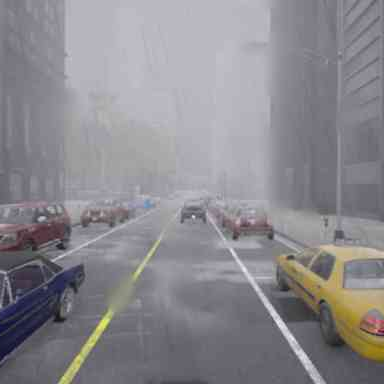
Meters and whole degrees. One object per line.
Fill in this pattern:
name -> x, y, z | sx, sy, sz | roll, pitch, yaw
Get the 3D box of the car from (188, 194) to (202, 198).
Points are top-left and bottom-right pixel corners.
car -> 0.116, 1.410, 44.182 | 2.128, 1.511, 4.902 | 0, 0, 0

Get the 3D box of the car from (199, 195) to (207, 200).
car -> 2.790, 1.394, 86.607 | 1.947, 1.339, 4.313 | 0, 0, 0

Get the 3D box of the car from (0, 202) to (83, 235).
car -> -5.762, 1.291, 11.361 | 2.192, 1.841, 5.009 | 0, 0, 0

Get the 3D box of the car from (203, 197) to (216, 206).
car -> 2.779, 1.464, 54.750 | 1.947, 1.339, 4.313 | 0, 0, 0

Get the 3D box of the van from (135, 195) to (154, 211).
van -> -5.753, 1.269, 38.491 | 1.690, 1.788, 3.998 | 0, 0, 0

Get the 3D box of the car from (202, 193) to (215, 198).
car -> 2.774, 1.234, 43.899 | 2.192, 1.841, 5.009 | 0, 0, 0

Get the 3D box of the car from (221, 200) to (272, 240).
car -> 2.765, 1.406, 16.774 | 1.967, 1.590, 4.097 | 0, 0, 0

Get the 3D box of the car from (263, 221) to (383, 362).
car -> 2.762, 1.512, 6.094 | 1.752, 1.417, 4.829 | 0, 0, 0

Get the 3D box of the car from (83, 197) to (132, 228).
car -> -5.759, 1.271, 22.213 | 2.192, 1.841, 5.009 | 0, 0, 0

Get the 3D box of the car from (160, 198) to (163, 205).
car -> -5.747, 1.480, 54.771 | 1.802, 1.307, 4.206 | 0, 0, 0

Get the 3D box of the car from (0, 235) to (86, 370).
car -> -3.063, 1.591, 4.409 | 1.895, 1.301, 4.718 | 0, 0, 0

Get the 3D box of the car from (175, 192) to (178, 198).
car -> -5.734, 1.255, 92.049 | 1.967, 1.590, 4.097 | 0, 0, 0

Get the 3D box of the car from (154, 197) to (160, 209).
car -> -5.751, 1.359, 43.918 | 1.967, 1.590, 4.097 | 0, 0, 0

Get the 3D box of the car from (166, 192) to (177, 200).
car -> -5.736, 1.379, 86.630 | 2.008, 1.369, 4.403 | 0, 0, 0

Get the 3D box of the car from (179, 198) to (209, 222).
car -> 0.109, 1.456, 25.705 | 1.837, 1.490, 4.892 | 0, 0, 0

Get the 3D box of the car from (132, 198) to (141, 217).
car -> -5.756, 1.491, 27.639 | 1.887, 1.381, 4.507 | 0, 0, 0

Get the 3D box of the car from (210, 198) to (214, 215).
car -> 2.768, 1.491, 27.624 | 1.887, 1.381, 4.507 | 0, 0, 0

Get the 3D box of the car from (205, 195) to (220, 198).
car -> 2.773, 1.453, 38.644 | 1.752, 1.417, 4.829 | 0, 0, 0

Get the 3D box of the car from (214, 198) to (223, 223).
car -> 2.767, 1.396, 22.199 | 1.967, 1.590, 4.097 | 0, 0, 0

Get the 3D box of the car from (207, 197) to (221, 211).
car -> 2.771, 1.488, 33.049 | 2.008, 1.369, 4.403 | 0, 0, 0
